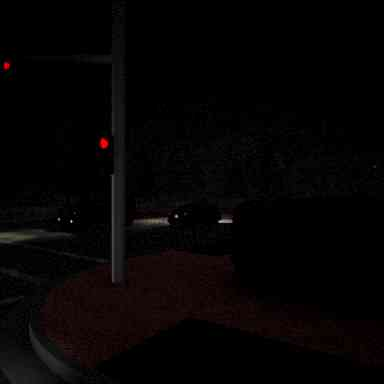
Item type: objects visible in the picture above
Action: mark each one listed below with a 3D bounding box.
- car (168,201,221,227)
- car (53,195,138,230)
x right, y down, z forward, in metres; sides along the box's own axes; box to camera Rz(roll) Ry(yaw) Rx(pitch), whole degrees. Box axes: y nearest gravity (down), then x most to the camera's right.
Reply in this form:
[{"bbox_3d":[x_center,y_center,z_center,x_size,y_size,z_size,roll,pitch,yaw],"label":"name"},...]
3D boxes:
[{"bbox_3d":[0.232,1.564,23.267,1.994,1.385,4.181,0,0,38],"label":"car"},{"bbox_3d":[-5.979,1.221,21.385,2.150,2.045,5.566,0,0,38],"label":"car"}]
